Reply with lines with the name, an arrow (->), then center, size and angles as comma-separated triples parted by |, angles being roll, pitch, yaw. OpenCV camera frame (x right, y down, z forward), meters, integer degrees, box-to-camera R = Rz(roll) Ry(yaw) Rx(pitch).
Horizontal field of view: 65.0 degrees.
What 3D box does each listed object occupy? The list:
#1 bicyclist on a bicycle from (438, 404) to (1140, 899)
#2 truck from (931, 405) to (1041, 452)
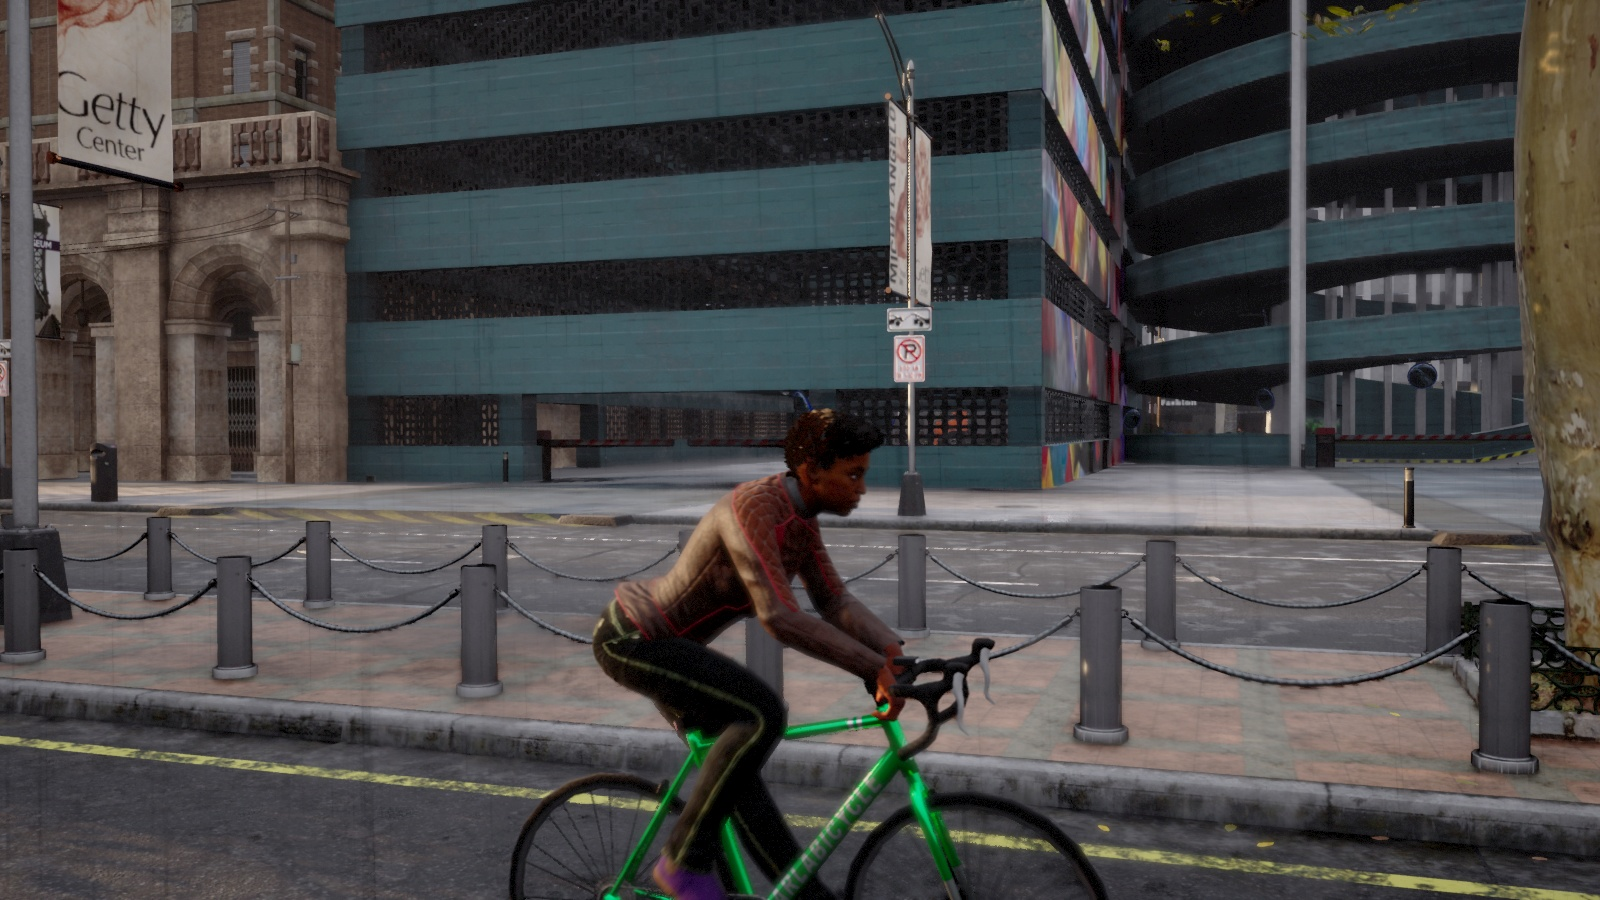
bicyclist on a bicycle -> -0.020, 0.726, 3.199 | 1.656, 1.620, 0.582 | -1, 0, 19
truck -> 14.246, -1.643, 96.225 | 7.936, 3.462, 2.891 | 1, 1, 18
